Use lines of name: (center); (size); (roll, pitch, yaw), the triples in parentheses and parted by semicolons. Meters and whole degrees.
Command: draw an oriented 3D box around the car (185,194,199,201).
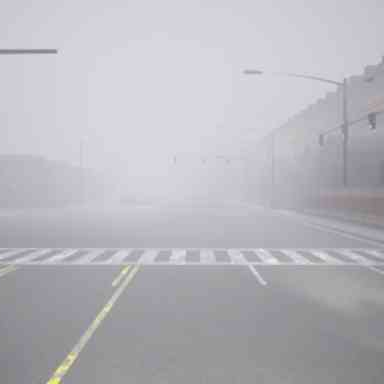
car: (-0.057, 1.385, 80.175); (1.837, 1.490, 4.892); (0, 0, -3)

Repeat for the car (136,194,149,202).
car: (-10.534, 1.263, 70.622); (2.097, 1.767, 4.553); (0, 0, 0)

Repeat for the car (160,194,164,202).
car: (-7.033, 1.264, 70.081); (2.097, 1.767, 4.553); (0, 0, 0)

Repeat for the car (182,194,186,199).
car: (-1.222, 1.254, 90.266); (1.837, 1.490, 4.892); (0, 0, -17)

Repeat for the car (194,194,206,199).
car: (2.174, 1.270, 91.115); (1.812, 1.442, 4.674); (0, 0, -17)

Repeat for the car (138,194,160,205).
car: (-7.081, 1.419, 55.157); (2.128, 1.511, 4.902); (0, 0, 0)

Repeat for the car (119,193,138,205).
car: (-10.577, 1.151, 55.330); (2.150, 2.045, 5.566); (0, 0, 0)

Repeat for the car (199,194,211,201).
car: (3.429, 1.441, 81.498); (1.994, 1.385, 4.181); (0, 0, -3)
